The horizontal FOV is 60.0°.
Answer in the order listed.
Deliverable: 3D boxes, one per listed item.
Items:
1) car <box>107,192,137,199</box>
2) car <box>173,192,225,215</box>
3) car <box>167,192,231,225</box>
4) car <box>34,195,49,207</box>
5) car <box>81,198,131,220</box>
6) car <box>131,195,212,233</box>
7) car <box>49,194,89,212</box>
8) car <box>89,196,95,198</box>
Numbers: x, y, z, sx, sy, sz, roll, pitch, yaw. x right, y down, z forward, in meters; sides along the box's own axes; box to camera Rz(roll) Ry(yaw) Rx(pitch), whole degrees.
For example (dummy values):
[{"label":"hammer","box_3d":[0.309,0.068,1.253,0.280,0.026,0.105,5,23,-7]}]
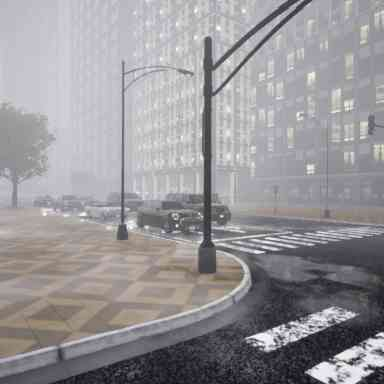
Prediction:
[{"label":"car","box_3d":[-6.042,1.001,30.446,2.150,2.045,5.566,0,0,-37]},{"label":"car","box_3d":[0.521,1.049,32.843,2.150,2.045,5.566,0,1,-37]},{"label":"car","box_3d":[0.136,1.085,22.131,2.150,2.045,5.566,0,0,-37]},{"label":"car","box_3d":[-18.548,1.114,41.870,2.128,1.511,4.902,0,0,-36]},{"label":"car","box_3d":[-6.672,1.393,25.833,1.895,1.301,4.718,0,0,-37]},{"label":"car","box_3d":[-1.304,1.216,18.621,2.097,1.767,4.553,0,0,-37]},{"label":"car","box_3d":[-12.543,1.062,33.741,2.097,1.767,4.553,0,0,-37]},{"label":"car","box_3d":[-12.150,1.184,38.665,2.128,1.511,4.902,0,0,-37]}]
